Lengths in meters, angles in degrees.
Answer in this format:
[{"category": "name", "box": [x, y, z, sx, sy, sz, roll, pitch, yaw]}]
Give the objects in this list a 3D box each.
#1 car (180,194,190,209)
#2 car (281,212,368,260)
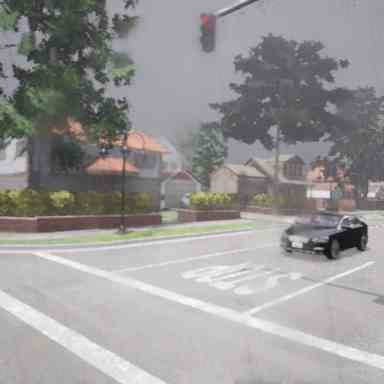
[{"category": "car", "box": [0.688, 0.961, 32.104, 1.970, 1.475, 3.806, 2, 1, -44]}, {"category": "car", "box": [5.302, 1.575, 12.989, 4.902, 1.511, 2.128, 1, 1, -45]}]
